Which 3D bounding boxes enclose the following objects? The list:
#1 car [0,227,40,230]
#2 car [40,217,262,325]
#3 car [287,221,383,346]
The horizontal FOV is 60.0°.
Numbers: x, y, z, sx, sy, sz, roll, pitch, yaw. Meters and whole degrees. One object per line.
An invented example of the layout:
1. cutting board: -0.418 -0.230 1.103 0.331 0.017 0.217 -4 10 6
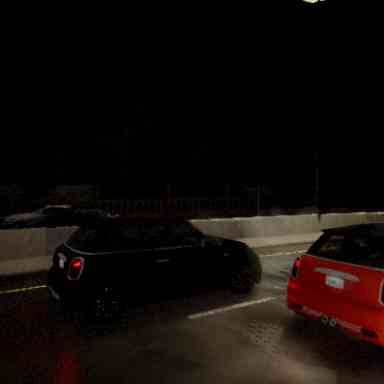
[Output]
1. car: -5.333 1.480 12.823 4.674 1.442 1.812 0 0 -33
2. car: -0.626 1.331 7.281 4.553 1.767 2.097 0 0 -33
3. car: 3.917 1.345 5.997 4.553 1.767 2.097 0 0 -31
